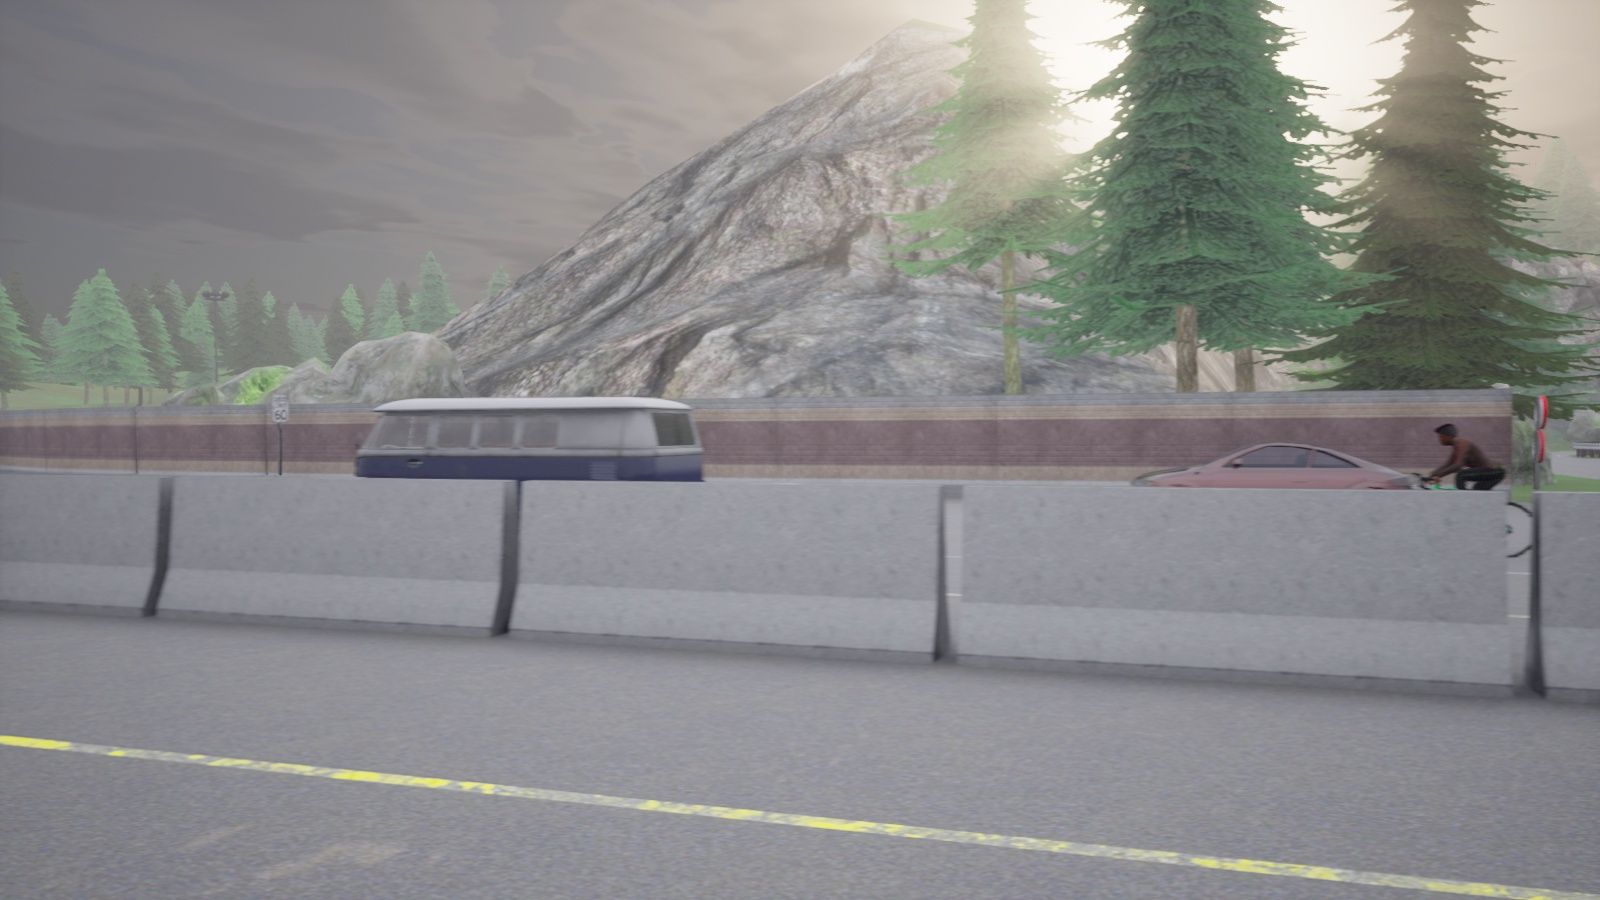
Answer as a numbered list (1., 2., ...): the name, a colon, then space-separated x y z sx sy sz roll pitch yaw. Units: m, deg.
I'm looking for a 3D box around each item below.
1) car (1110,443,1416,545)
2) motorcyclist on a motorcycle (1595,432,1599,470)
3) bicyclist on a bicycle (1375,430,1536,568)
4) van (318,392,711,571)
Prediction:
1. car: 7.002 0.608 19.301 4.181 1.385 1.994 1 1 19
2. motorcyclist on a motorcycle: 34.468 0.052 53.090 0.766 1.649 2.350 0 1 16
3. bicyclist on a bicycle: 7.950 0.565 15.288 1.656 1.620 0.582 0 1 19
4. van: -3.488 0.318 15.443 4.442 1.987 1.775 0 1 19
